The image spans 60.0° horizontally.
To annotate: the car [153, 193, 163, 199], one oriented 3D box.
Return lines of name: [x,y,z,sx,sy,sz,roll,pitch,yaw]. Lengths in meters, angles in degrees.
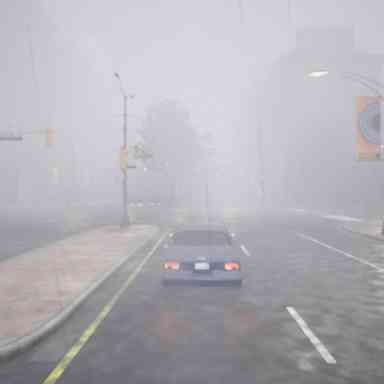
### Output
car: [-9.436,1.116,93.232,2.097,1.767,4.553,0,0,1]

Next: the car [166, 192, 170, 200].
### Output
car: [-6.276,1.352,77.941,2.033,1.411,5.357,0,0,1]

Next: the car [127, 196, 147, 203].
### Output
car: [-10.171,1.452,62.258,1.895,1.301,4.718,0,0,2]

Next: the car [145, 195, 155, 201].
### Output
car: [-9.784,1.338,77.631,1.812,1.442,4.674,0,0,1]

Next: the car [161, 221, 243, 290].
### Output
car: [0.267,1.525,9.161,2.033,1.411,5.357,0,0,2]

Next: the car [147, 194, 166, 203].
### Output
car: [-6.665,1.414,62.521,1.994,1.385,4.181,0,0,2]

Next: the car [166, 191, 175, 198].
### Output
car: [-5.932,0.745,93.345,2.097,1.767,4.553,0,0,1]
